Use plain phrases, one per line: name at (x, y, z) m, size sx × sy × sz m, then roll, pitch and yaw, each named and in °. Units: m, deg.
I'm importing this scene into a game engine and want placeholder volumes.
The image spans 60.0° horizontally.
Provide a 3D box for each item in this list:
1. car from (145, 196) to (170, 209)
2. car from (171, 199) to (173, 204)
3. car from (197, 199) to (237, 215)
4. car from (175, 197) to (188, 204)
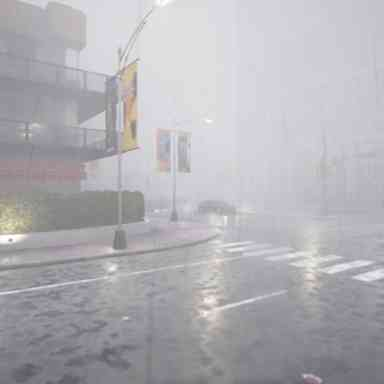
car at (-5.049, 1.569, 44.672) m, size 1.994 × 1.385 × 4.181 m, roll 0°, pitch 0°, yaw -35°
car at (-6.004, 1.498, 59.292) m, size 4.902 × 1.511 × 2.128 m, roll 0°, pitch 0°, yaw 42°
car at (2.478, 1.510, 33.873) m, size 1.837 × 1.490 × 4.892 m, roll 0°, pitch 0°, yaw -35°
car at (-2.401, 1.555, 62.073) m, size 2.033 × 1.411 × 5.357 m, roll 0°, pitch 0°, yaw -19°
